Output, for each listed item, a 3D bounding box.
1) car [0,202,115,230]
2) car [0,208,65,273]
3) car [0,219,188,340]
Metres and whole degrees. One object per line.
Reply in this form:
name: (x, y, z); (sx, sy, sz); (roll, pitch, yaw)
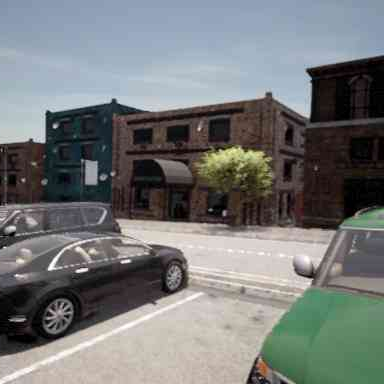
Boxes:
car: (-4.303, 1.316, 8.440); (2.435, 2.045, 5.566); (-1, 0, 36)
car: (-6.546, 1.475, 10.115); (2.185, 1.767, 4.553); (-1, -1, 35)
car: (-2.004, 1.534, 6.827); (2.231, 1.521, 4.892); (-1, 0, 36)
